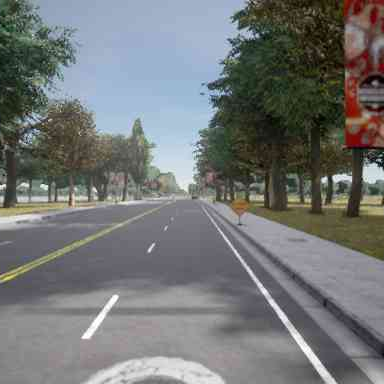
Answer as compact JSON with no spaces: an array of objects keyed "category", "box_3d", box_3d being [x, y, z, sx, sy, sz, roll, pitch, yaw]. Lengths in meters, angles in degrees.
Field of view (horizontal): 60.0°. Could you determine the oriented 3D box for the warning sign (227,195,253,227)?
[{"category":"warning sign","box_3d":[2.833,1.115,19.767,1.300,1.860,1.060,-1,-1,0]}]
